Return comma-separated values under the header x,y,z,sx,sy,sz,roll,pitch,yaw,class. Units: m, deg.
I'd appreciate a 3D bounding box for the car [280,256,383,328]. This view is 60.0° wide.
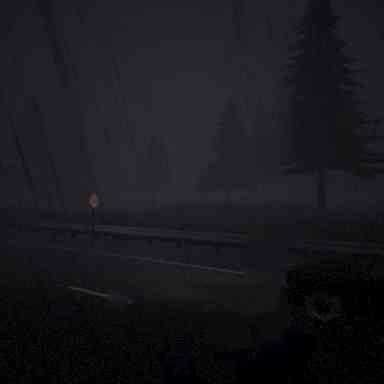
x,y,z,sx,sy,sz,roll,pitch,yaw,class
3.943,1.592,5.403,4.718,1.301,1.895,0,0,35,car
